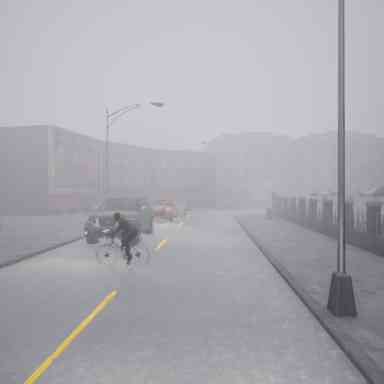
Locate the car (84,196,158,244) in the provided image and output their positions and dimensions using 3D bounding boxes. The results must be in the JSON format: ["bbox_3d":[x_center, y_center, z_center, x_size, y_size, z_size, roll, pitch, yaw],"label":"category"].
[{"bbox_3d":[-3.252,1.222,15.996,2.150,2.045,5.566,0,0,3],"label":"car"}]

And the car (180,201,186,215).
[{"bbox_3d":[-1.854,1.527,31.608,1.812,1.442,4.674,0,0,15],"label":"car"}]

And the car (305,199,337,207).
[{"bbox_3d":[14.754,1.491,36.122,4.902,1.511,2.128,0,0,4],"label":"car"}]

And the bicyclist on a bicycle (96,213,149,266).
[{"bbox_3d":[-2.116,1.452,10.109,1.656,1.620,0.582,-1,0,3],"label":"bicyclist on a bicycle"}]

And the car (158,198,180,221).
[{"bbox_3d":[-2.442,1.352,27.187,2.097,1.767,4.553,0,0,3],"label":"car"}]
